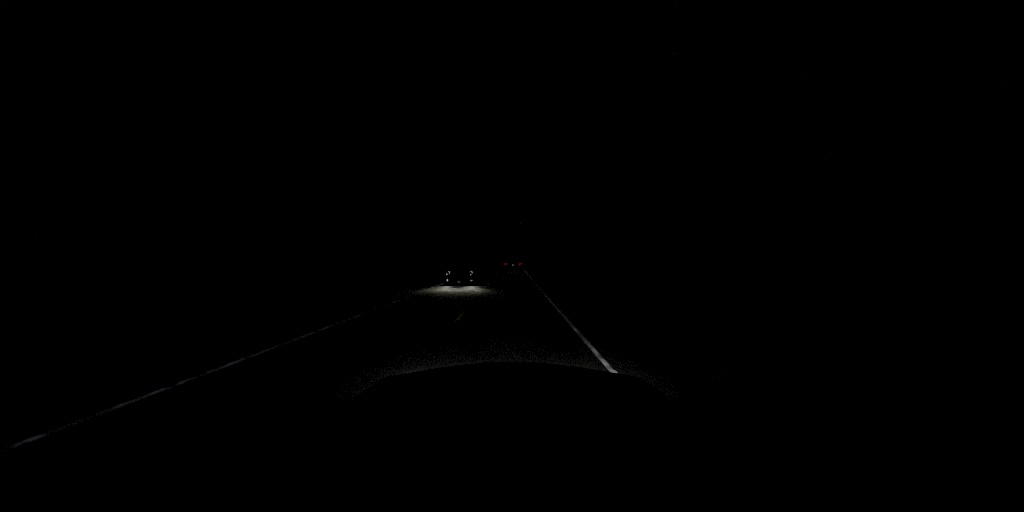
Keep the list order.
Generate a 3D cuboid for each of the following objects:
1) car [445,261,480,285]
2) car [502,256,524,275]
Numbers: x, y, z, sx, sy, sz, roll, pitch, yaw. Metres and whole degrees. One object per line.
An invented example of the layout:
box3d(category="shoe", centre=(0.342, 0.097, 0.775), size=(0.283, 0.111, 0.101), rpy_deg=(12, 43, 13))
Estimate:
box3d(category="car", centre=(-3.593, 1.172, 26.477), size=(2.097, 1.767, 4.553), rpy_deg=(0, 0, 0))
box3d(category="car", centre=(0.102, 1.022, 39.377), size=(2.150, 2.045, 5.566), rpy_deg=(0, 0, 0))
